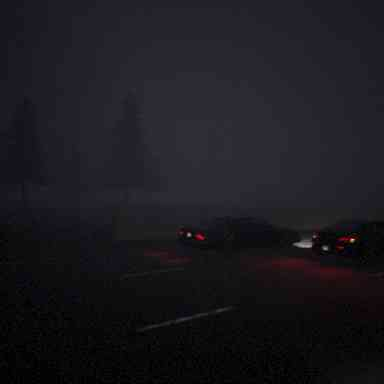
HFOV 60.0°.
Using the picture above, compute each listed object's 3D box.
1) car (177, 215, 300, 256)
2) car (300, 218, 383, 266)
[{"bbox_3d":[2.040,1.669,13.631,5.357,1.411,2.033,1,0,-32],"label":"car"},{"bbox_3d":[6.382,1.685,12.159,4.674,1.442,1.812,1,0,-31],"label":"car"}]
